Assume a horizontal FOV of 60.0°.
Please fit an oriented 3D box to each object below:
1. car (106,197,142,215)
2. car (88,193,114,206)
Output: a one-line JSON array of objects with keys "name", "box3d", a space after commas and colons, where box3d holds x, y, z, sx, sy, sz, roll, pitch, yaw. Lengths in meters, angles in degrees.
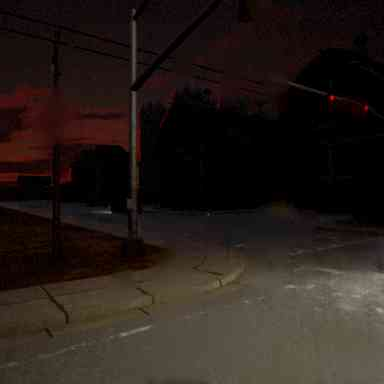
[{"name": "car", "box3d": [-6.876, 1.537, 34.433, 1.994, 1.385, 4.181, 0, 0, -36]}, {"name": "car", "box3d": [-13.764, 1.118, 50.617, 3.866, 1.878, 1.905, -2, 5, 11]}]
